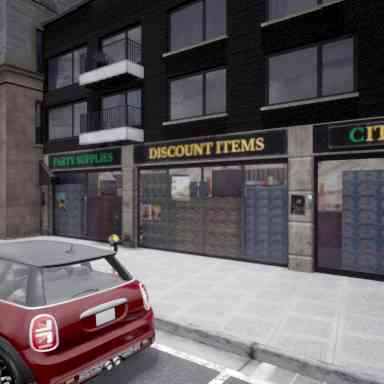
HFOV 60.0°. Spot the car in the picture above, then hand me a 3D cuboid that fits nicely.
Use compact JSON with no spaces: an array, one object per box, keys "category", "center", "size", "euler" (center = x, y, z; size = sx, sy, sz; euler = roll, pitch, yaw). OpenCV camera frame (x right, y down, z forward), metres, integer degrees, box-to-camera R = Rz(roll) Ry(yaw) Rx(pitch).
[{"category":"car","center":[-2.559,1.440,4.905],"size":[4.097,1.590,1.967],"euler":[0,0,36]}]
